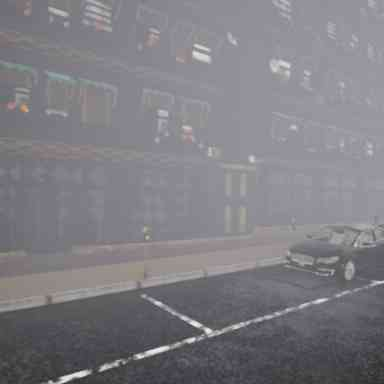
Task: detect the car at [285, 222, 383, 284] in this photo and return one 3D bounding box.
[{"bbox_3d":[4.608,1.639,9.844,4.403,1.369,2.008,1,1,-36],"label":"car"}]
